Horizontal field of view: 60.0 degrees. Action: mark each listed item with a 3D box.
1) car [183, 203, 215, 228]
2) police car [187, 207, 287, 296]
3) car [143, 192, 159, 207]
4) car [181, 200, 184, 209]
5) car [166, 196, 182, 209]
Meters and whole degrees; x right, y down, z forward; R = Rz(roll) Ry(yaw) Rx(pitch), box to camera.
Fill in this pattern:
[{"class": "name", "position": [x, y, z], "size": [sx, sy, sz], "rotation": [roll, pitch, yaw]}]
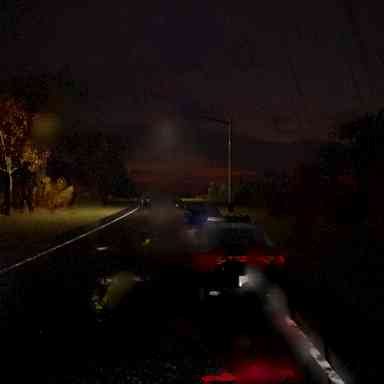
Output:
[{"class": "car", "position": [0.645, 1.472, 18.725], "size": [1.882, 1.535, 5.008], "rotation": [0, 0, -2]}, {"class": "police car", "position": [0.949, 1.424, 8.784], "size": [1.930, 1.638, 5.238], "rotation": [0, 0, -1]}, {"class": "car", "position": [-6.429, 1.195, 51.978], "size": [2.150, 2.045, 5.566], "rotation": [0, 0, -6]}, {"class": "car", "position": [0.363, 1.514, 24.752], "size": [1.812, 1.442, 4.674], "rotation": [0, 0, -3]}, {"class": "car", "position": [-2.191, 1.483, 45.630], "size": [1.837, 1.490, 4.892], "rotation": [0, 0, -5]}]
